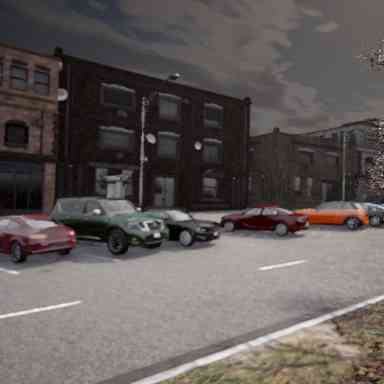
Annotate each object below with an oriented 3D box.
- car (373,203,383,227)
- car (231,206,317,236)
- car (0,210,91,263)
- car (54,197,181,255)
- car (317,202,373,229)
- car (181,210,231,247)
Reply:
[{"bbox_3d":[11.557,1.547,23.565,4.892,1.521,2.231,-1,-1,37],"label":"car"},{"bbox_3d":[3.966,1.515,18.608,5.008,1.535,2.097,-1,-1,36],"label":"car"},{"bbox_3d":[-6.011,1.513,11.786,4.674,1.452,2.002,-1,-1,35],"label":"car"},{"bbox_3d":[-3.507,1.232,13.511,5.566,2.045,2.435,-1,-1,35],"label":"car"},{"bbox_3d":[9.028,1.410,21.917,4.553,1.767,2.185,-1,-1,37],"label":"car"},{"bbox_3d":[-1.045,1.494,15.239,5.008,1.535,2.097,-1,-1,35],"label":"car"}]
